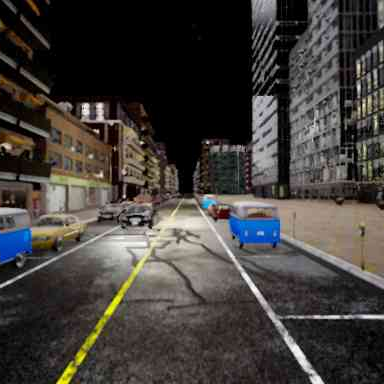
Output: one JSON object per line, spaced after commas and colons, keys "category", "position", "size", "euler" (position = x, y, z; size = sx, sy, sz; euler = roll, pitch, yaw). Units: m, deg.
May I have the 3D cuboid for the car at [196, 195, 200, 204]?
{"category": "car", "position": [2.042, 1.462, 59.041], "size": [1.752, 1.417, 4.829], "euler": [1, 0, -1]}

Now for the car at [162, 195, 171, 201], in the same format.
{"category": "car", "position": [-6.656, 1.516, 86.623], "size": [1.947, 1.339, 4.313], "euler": [1, 0, -1]}

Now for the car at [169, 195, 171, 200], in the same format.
{"category": "car", "position": [-6.592, 1.499, 81.054], "size": [1.887, 1.381, 4.507], "euler": [1, 0, -1]}

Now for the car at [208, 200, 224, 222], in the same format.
{"category": "car", "position": [2.428, 1.546, 25.455], "size": [1.802, 1.307, 4.206], "euler": [1, 0, -1]}

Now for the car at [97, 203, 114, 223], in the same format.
{"category": "car", "position": [-5.951, 1.548, 25.359], "size": [2.008, 1.369, 4.403], "euler": [1, 0, -1]}

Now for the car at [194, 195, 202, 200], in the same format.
{"category": "car", "position": [1.660, 1.464, 92.288], "size": [2.008, 1.369, 4.403], "euler": [1, 0, -1]}

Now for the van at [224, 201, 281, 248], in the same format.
{"category": "van", "position": [2.559, 1.316, 14.317], "size": [1.690, 1.788, 3.998], "euler": [1, 0, -1]}

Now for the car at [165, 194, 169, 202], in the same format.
{"category": "car", "position": [-6.464, 1.544, 69.915], "size": [1.802, 1.307, 4.206], "euler": [1, 0, -1]}

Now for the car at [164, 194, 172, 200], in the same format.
{"category": "car", "position": [-6.719, 1.387, 92.193], "size": [1.967, 1.590, 4.097], "euler": [1, 0, -1]}

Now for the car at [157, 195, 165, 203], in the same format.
{"category": "car", "position": [-6.336, 1.514, 58.776], "size": [1.887, 1.381, 4.507], "euler": [1, 0, -1]}

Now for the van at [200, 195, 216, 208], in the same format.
{"category": "van", "position": [2.238, 1.290, 42.164], "size": [1.690, 1.788, 3.998], "euler": [1, 0, -1]}

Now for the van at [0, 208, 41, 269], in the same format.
{"category": "van", "position": [-5.757, 1.355, 8.653], "size": [1.690, 1.788, 3.998], "euler": [1, 0, -1]}

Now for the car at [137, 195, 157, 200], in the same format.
{"category": "car", "position": [-6.141, 1.297, 42.068], "size": [2.192, 1.841, 5.009], "euler": [1, 0, -1]}

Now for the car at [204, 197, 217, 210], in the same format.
{"category": "car", "position": [2.363, 1.484, 31.194], "size": [1.752, 1.417, 4.829], "euler": [1, 0, -1]}

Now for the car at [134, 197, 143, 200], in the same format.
{"category": "car", "position": [-6.013, 1.517, 30.760], "size": [1.752, 1.417, 4.829], "euler": [1, 0, -1]}

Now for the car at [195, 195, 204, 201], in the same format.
{"category": "car", "position": [1.788, 1.466, 81.149], "size": [1.887, 1.381, 4.507], "euler": [1, 0, -1]}

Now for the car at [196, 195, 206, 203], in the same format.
{"category": "car", "position": [1.917, 1.369, 70.010], "size": [1.967, 1.590, 4.097], "euler": [1, 0, -1]}

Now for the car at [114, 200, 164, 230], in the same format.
{"category": "car", "position": [-3.224, 1.482, 21.170], "size": [2.128, 1.511, 4.902], "euler": [0, 0, -1]}

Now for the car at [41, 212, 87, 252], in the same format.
{"category": "car", "position": [-5.821, 1.534, 14.052], "size": [1.752, 1.417, 4.829], "euler": [1, 0, -1]}
